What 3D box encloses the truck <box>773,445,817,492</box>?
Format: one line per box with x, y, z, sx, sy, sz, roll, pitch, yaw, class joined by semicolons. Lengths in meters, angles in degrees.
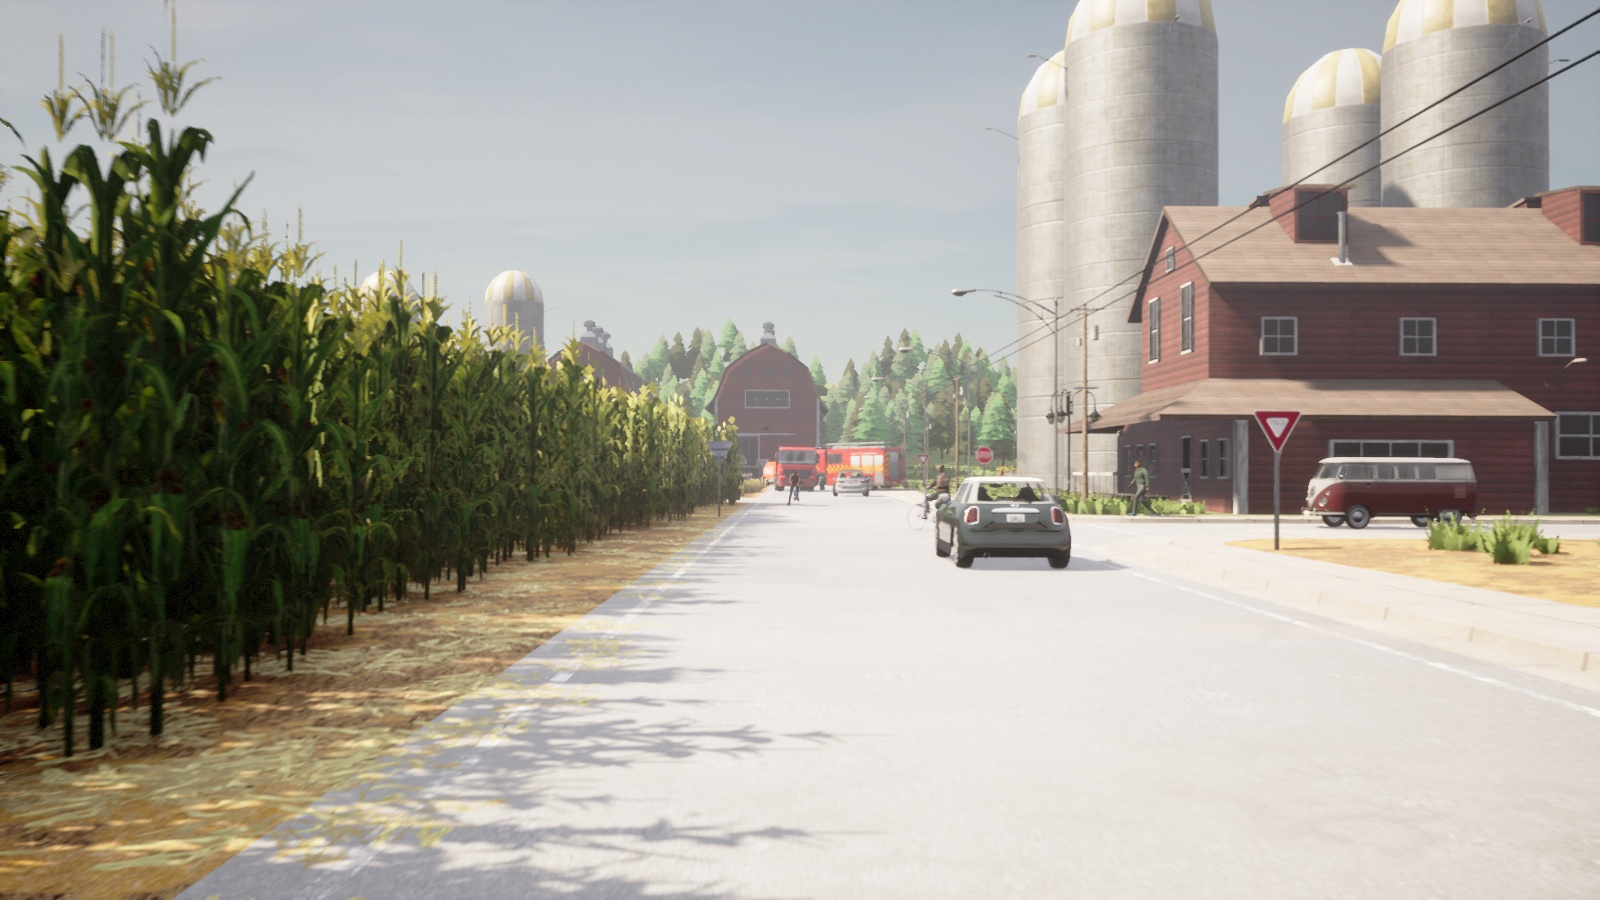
-0.449;1.482;97.719;2.891;3.462;7.936;0;-2;-4;truck

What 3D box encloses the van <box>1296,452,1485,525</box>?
16.497;1.063;35.195;4.442;1.987;1.775;0;-1;-1;van

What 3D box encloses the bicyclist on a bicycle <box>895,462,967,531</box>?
3.467;1.217;33.155;1.843;1.776;0.659;1;0;-32;bicyclist on a bicycle

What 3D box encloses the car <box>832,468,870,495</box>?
3.173;1.964;78.715;2.242;1.667;4.611;0;-1;1;car

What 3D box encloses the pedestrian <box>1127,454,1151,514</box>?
10.507;1.059;38.888;0.614;1.847;0.353;0;-1;-8;pedestrian

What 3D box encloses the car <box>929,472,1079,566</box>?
3.423;1.131;21.790;1.970;1.475;3.806;0;-1;0;car
